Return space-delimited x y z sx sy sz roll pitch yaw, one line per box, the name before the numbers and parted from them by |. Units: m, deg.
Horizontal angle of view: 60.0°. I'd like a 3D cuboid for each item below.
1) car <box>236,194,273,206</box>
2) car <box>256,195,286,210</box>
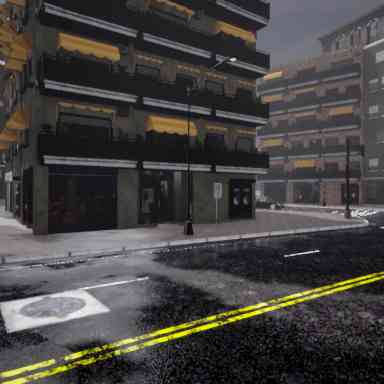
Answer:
car | 8.324 1.071 44.206 4.403 1.369 2.008 1 0 38
car | 7.420 1.160 34.228 4.403 1.369 2.008 1 0 38
